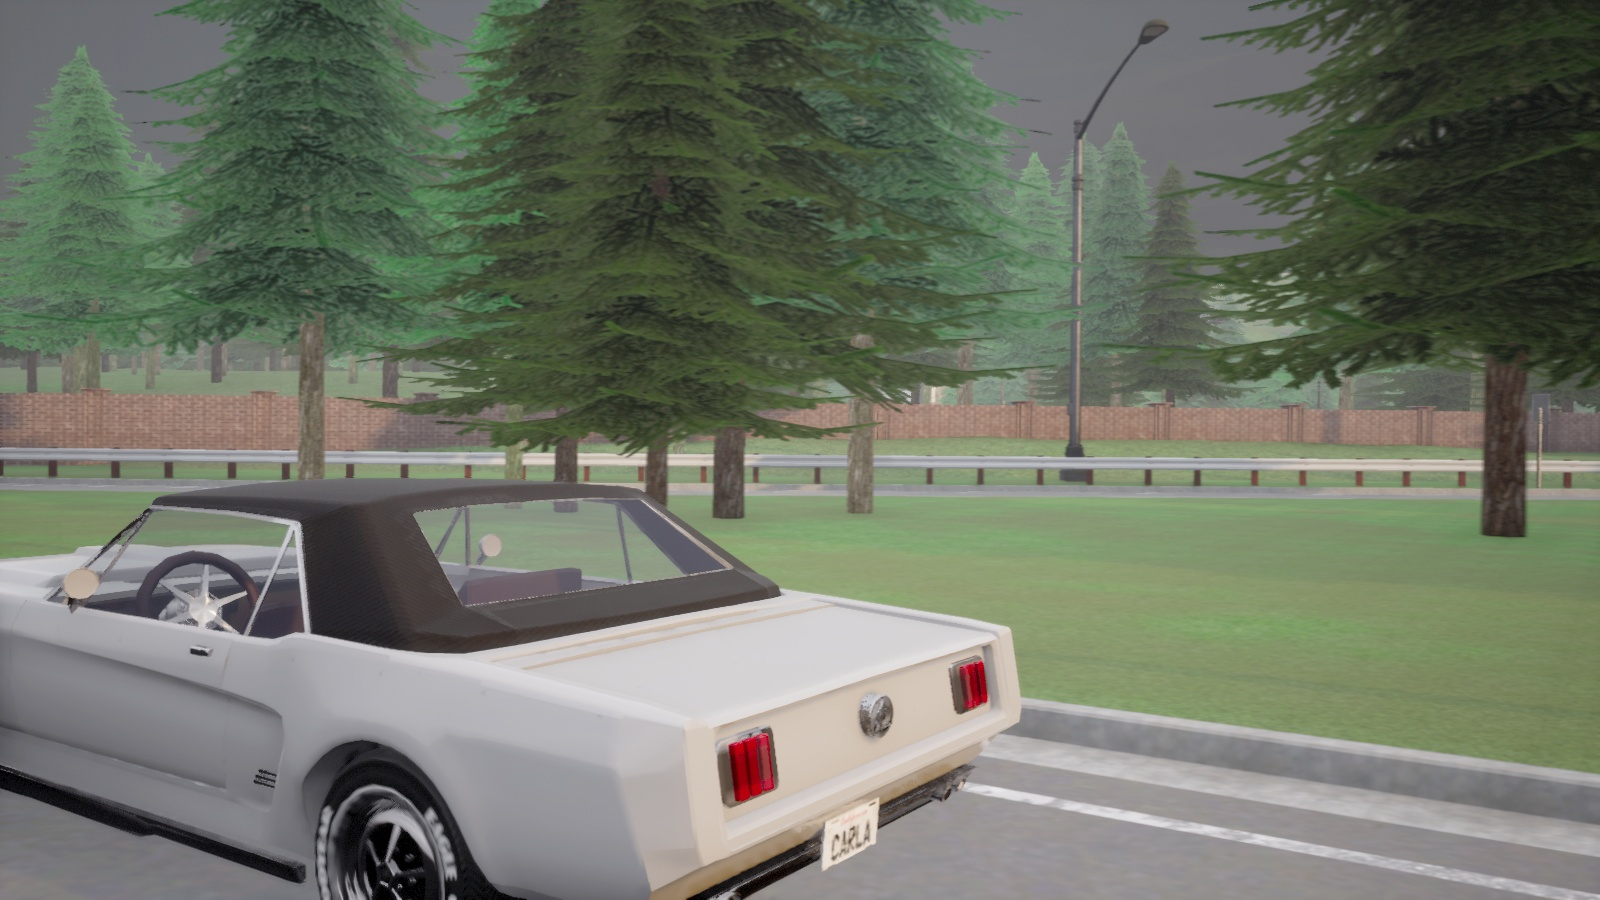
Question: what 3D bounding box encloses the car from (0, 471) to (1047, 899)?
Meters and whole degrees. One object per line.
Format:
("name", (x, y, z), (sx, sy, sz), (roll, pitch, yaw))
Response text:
("car", (-1.666, 0.780, 4.726), (4.718, 1.301, 1.895), (0, 1, 34))
